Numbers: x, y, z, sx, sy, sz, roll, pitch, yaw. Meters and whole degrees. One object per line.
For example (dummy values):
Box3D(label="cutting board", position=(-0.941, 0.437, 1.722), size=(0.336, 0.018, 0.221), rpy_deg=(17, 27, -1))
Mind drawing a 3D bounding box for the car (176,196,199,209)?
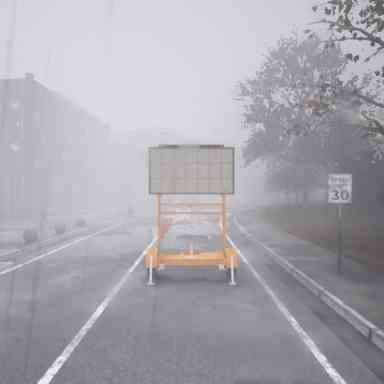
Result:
Box3D(label="car", position=(-0.546, 1.331, 45.174), size=(2.097, 1.767, 4.553), rpy_deg=(0, 0, 18))

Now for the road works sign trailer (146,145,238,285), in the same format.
Box3D(label="road works sign trailer", position=(-0.011, 0.466, 9.484), size=(2.380, 3.560, 2.880), rpy_deg=(0, 0, 0))
